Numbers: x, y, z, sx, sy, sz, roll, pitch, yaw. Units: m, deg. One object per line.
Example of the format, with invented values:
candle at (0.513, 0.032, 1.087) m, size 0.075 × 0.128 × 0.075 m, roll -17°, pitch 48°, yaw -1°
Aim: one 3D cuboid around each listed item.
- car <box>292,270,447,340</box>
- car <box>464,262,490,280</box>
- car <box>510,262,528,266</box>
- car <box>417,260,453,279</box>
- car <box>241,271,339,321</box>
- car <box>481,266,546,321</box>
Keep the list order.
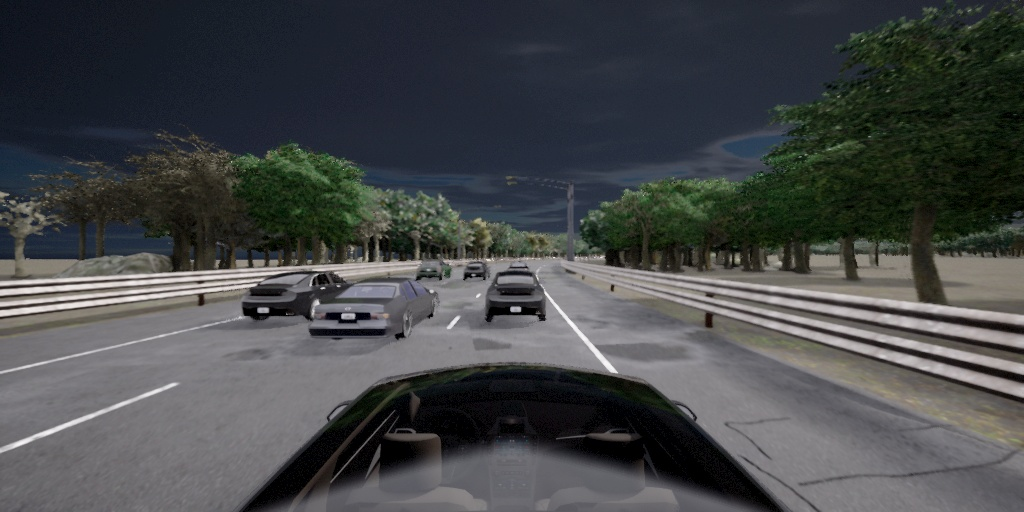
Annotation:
car at (-3.396, 1.298, 9.965) m, size 2.033 × 1.411 × 5.357 m, roll 0°, pitch 0°, yaw 0°
car at (-2.890, 1.255, 30.535) m, size 1.837 × 1.490 × 4.892 m, roll 0°, pitch 0°, yaw 3°
car at (0.606, 1.241, 30.378) m, size 2.128 × 1.511 × 4.902 m, roll 0°, pitch 0°, yaw 3°
car at (-6.409, 1.103, 30.164) m, size 2.097 × 1.767 × 4.553 m, roll 0°, pitch 0°, yaw 3°
car at (-6.879, 1.256, 12.358) m, size 1.837 × 1.490 × 4.892 m, roll 0°, pitch 0°, yaw 0°
car at (0.122, 1.255, 12.477) m, size 1.837 × 1.490 × 4.892 m, roll 0°, pitch 0°, yaw 0°
